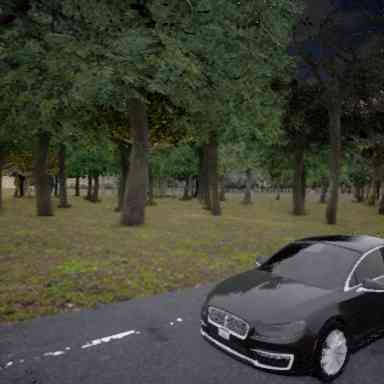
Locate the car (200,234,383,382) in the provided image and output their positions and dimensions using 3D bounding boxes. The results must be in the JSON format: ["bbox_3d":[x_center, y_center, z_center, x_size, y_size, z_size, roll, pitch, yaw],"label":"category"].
[{"bbox_3d":[2.379,1.530,5.558,4.892,1.490,1.837,0,0,-35],"label":"car"}]
